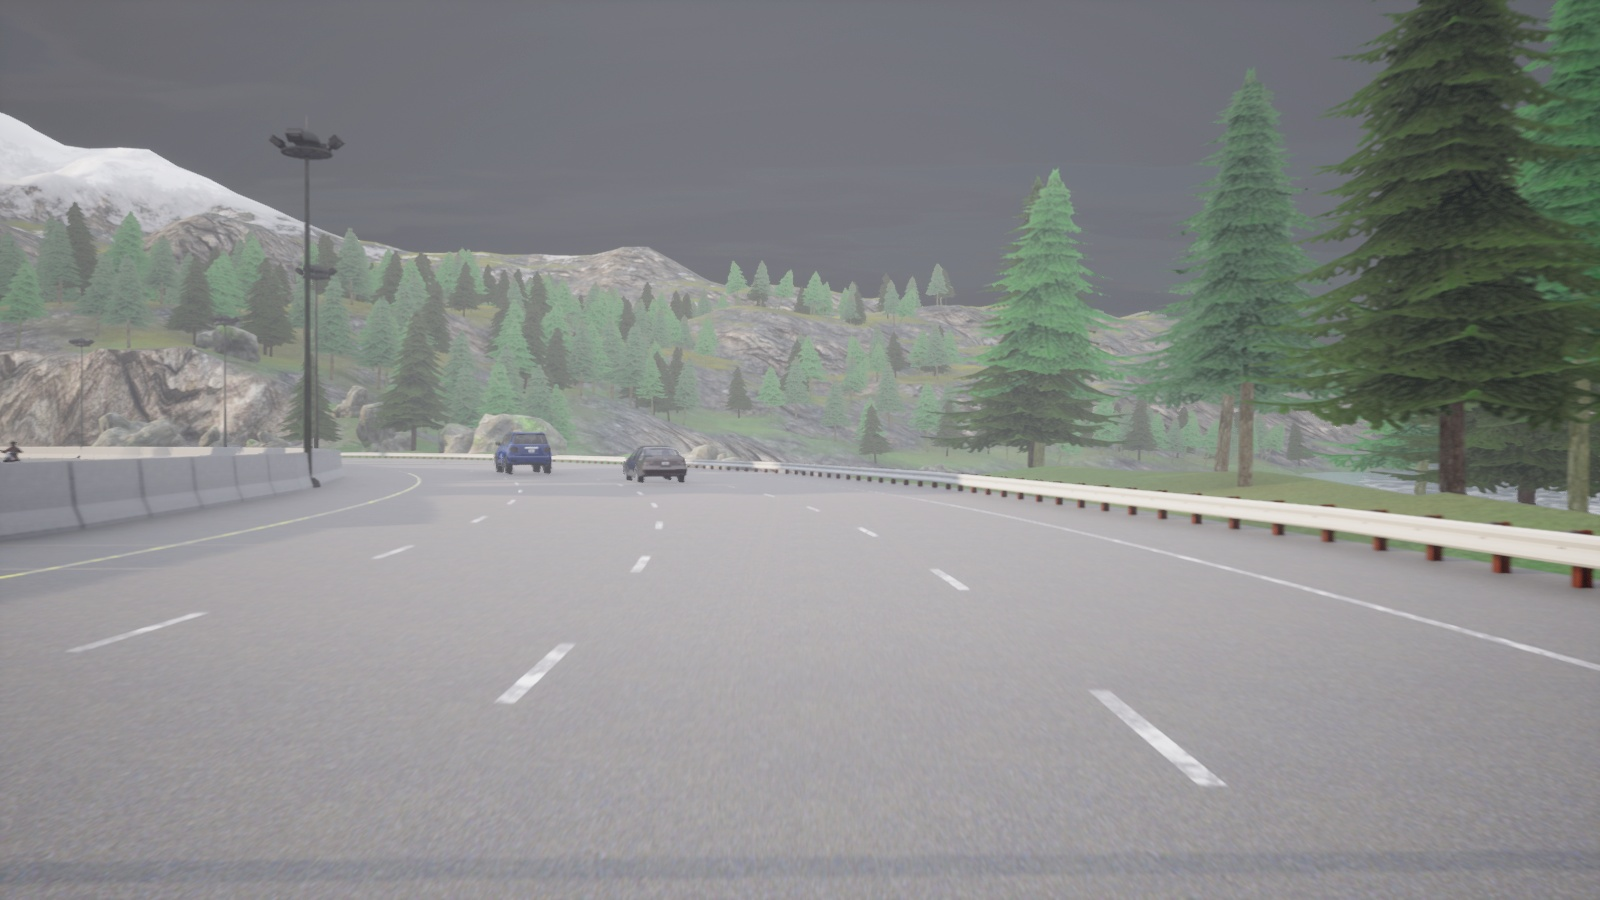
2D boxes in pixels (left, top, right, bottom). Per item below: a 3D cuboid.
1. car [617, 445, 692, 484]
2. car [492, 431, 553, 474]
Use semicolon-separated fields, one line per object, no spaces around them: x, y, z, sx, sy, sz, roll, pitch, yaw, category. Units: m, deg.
-5.714;0.517;48.773;2.033;1.411;5.357;0;0;-16;car
-13.762;0.109;61.989;2.150;2.045;5.566;0;0;-21;car
